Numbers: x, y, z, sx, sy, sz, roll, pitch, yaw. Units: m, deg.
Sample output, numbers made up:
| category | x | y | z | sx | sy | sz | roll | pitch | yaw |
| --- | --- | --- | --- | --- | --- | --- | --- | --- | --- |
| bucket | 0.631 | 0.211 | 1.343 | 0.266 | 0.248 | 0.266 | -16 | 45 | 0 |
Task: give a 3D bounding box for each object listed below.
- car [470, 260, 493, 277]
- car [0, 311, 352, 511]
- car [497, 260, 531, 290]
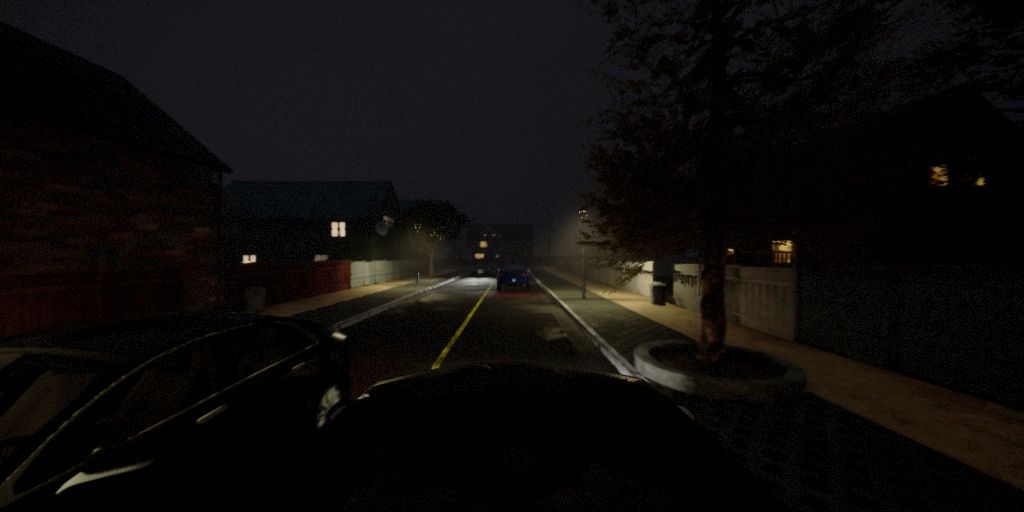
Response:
| category | x | y | z | sx | sy | sz | roll | pitch | yaw |
| --- | --- | --- | --- | --- | --- | --- | --- | --- | --- |
| car | -2.831 | 1.170 | 34.384 | 2.128 | 1.511 | 4.902 | 0 | 0 | 0 |
| car | -2.838 | 1.254 | 2.421 | 1.837 | 1.490 | 4.892 | 0 | 0 | 0 |
| car | 0.102 | 1.173 | 21.857 | 1.882 | 1.535 | 5.008 | 0 | 0 | 0 |
